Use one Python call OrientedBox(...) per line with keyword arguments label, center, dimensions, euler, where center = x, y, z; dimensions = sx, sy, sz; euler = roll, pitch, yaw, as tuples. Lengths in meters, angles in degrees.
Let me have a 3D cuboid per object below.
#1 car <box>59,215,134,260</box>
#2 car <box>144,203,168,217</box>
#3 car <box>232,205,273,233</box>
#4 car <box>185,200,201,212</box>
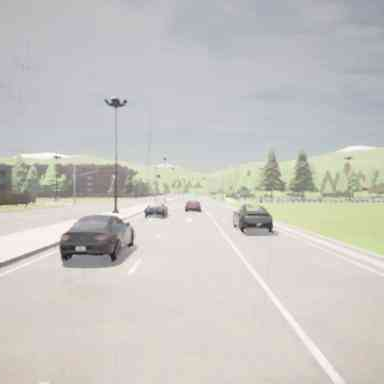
OrientedBox(label="car", center=(-3.378, 1.568, 12.417), dimensions=(1.812, 1.442, 4.674), euler=(0, 0, 0))
OrientedBox(label="car", center=(-3.383, 1.710, 32.163), dimensions=(1.895, 1.301, 4.718), euler=(0, 0, 0))
OrientedBox(label="car", center=(3.611, 1.561, 20.317), dimensions=(2.128, 1.511, 4.902), euler=(0, 0, 0))
OrientedBox(label="car", center=(0.122, 1.705, 41.629), dimensions=(1.994, 1.385, 4.181), euler=(0, 0, 0))
